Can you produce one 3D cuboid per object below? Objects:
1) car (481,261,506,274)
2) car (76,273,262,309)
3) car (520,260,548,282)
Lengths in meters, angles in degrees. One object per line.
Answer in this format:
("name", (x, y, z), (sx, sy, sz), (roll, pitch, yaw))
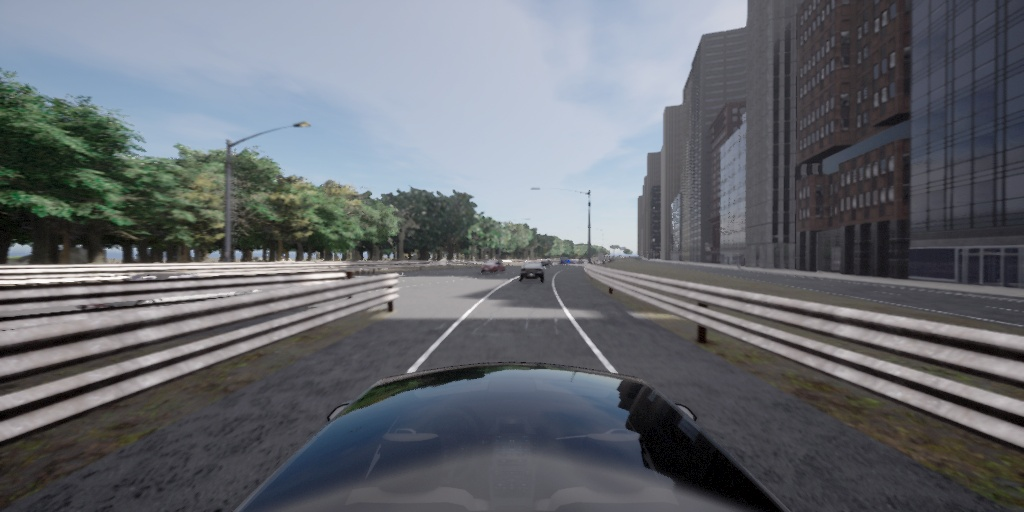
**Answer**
("car", (-2.198, 1.338, 42.709), (1.812, 1.442, 4.674), (0, 0, 17))
("car", (-11.603, 1.234, 12.585), (1.895, 1.301, 4.718), (0, 0, 17))
("car", (1.759, 1.270, 29.723), (1.882, 1.535, 5.008), (0, 0, 7))
